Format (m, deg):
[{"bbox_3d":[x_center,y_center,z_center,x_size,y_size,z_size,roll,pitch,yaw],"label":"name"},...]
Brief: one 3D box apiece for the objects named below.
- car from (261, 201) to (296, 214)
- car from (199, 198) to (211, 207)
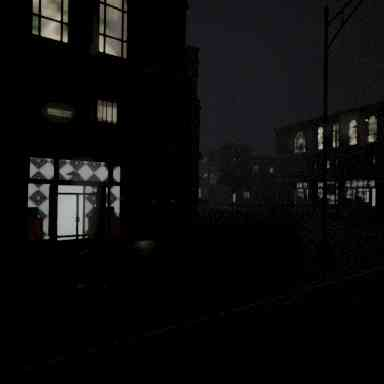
[{"bbox_3d":[9.443,1.622,36.634,2.008,1.369,4.403,1,-1,-27],"label":"car"},{"bbox_3d":[1.376,1.618,52.117,1.887,1.381,4.507,1,-1,-27],"label":"car"}]
